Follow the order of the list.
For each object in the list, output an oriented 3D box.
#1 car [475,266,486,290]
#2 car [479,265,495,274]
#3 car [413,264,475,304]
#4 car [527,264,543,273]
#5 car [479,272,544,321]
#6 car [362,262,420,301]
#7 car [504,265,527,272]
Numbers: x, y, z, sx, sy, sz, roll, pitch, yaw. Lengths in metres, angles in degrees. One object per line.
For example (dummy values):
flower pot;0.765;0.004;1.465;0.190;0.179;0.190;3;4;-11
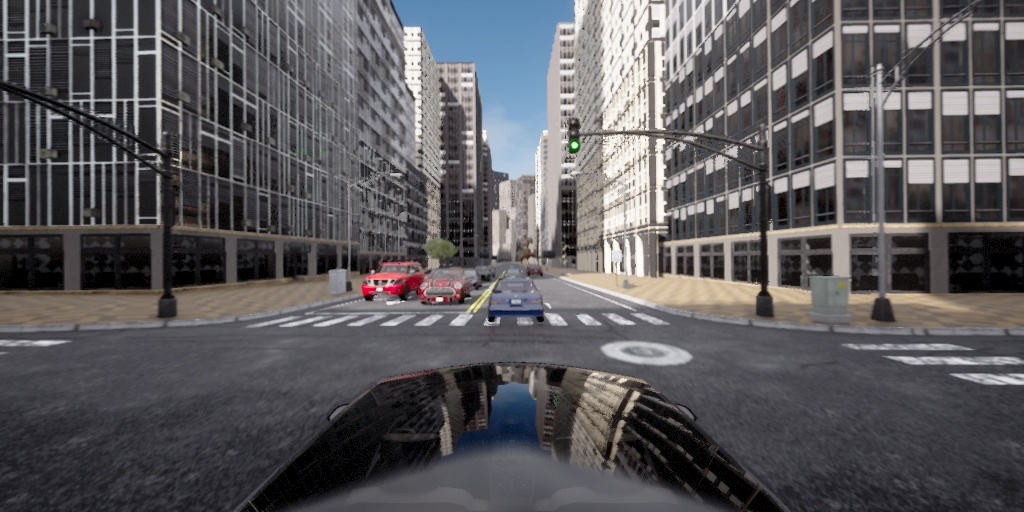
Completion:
car;-3.312;1.756;27.283;1.812;1.442;4.674;-1;-1;0
car;-3.228;1.773;37.389;2.097;1.767;4.553;-1;-1;0
car;-3.306;1.414;18.444;2.097;1.767;4.553;-1;-1;-1
car;3.293;1.976;51.415;2.097;1.767;4.553;-1;-1;0
car;0.120;1.464;13.111;2.033;1.411;5.357;0;-2;0
car;-6.580;1.355;20.602;2.150;2.045;5.566;-1;-1;0
car;0.129;1.918;35.533;1.994;1.385;4.181;-1;-1;0
